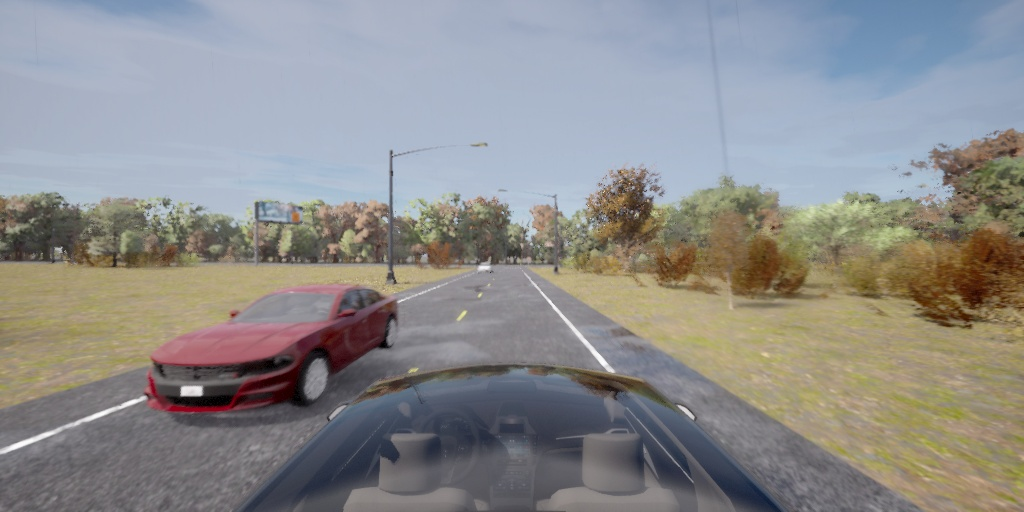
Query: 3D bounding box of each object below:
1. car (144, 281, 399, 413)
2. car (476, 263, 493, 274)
[{"bbox_3d":[-3.601,1.267,6.534,1.882,1.535,5.008,0,0,0],"label":"car"},{"bbox_3d":[-3.579,1.629,48.517,1.812,1.442,4.674,0,0,0],"label":"car"}]
